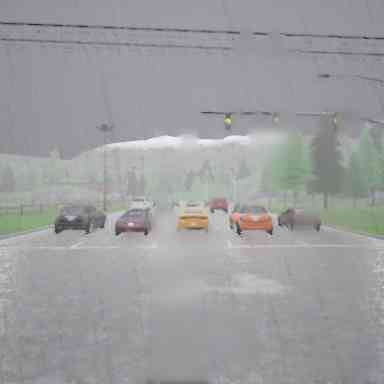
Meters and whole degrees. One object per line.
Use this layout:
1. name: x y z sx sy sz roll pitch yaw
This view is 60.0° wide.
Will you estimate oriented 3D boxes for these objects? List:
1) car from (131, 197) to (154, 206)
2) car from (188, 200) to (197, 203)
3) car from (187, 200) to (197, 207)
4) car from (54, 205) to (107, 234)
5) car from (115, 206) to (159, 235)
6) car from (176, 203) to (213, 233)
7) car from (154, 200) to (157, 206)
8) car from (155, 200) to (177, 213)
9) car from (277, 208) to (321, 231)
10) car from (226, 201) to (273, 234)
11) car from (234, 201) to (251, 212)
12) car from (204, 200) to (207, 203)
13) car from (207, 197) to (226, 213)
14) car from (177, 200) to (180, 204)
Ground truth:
1. car: -6.911 1.733 45.329 2.150 2.045 5.566 0 -1 0
2. car: 0.077 2.057 47.048 1.812 1.442 4.674 0 -1 0
3. car: -0.013 2.306 67.292 2.033 1.411 5.357 0 -1 0
4. car: -6.906 1.591 21.085 2.097 1.767 4.553 0 -1 0
5. car: -3.407 1.797 20.546 1.994 1.385 4.181 0 -1 0
6. car: 0.093 1.722 21.556 1.882 1.535 5.008 0 -1 0
7. car: -7.013 2.271 67.727 2.128 1.511 4.902 0 -1 0
8. car: -3.410 2.103 44.496 1.895 1.301 4.718 0 -1 0
9. car: 7.094 1.778 22.296 1.812 1.442 4.674 0 -1 0
10. car: 3.594 1.589 20.917 2.097 1.767 4.553 0 -1 0
11. car: 7.090 2.057 47.044 1.812 1.442 4.674 0 -1 0
12. car: 3.487 2.287 67.517 1.812 1.442 4.674 0 -1 0
13. car: 3.591 1.734 45.386 2.150 2.045 5.566 0 -1 0
14. car: -3.513 2.325 67.695 1.994 1.385 4.181 0 -1 0
